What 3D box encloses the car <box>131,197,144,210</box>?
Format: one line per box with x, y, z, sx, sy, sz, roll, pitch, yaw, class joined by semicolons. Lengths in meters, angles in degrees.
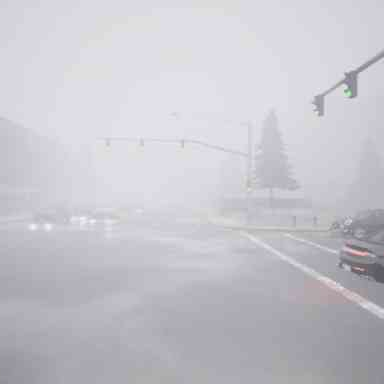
-9.367;1.880;56.089;2.150;2.045;5.566;1;0;-2;car

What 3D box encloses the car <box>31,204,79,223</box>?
-11.959;1.823;28.940;2.033;1.411;5.357;1;-1;-1;car

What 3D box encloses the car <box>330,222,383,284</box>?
6.242;1.686;8.356;4.902;1.511;2.128;1;-1;-3;car

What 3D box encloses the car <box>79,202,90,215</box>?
-12.294;1.891;38.607;2.128;1.511;4.902;1;-1;-2;car

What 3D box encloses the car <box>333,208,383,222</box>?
10.445;1.708;19.173;4.553;1.767;2.097;1;-1;-2;car

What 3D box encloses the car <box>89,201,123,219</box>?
-8.611;1.896;33.727;1.812;1.442;4.674;1;-1;-2;car

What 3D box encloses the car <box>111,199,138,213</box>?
-8.995;2.056;44.371;2.033;1.411;5.357;1;-1;-2;car
